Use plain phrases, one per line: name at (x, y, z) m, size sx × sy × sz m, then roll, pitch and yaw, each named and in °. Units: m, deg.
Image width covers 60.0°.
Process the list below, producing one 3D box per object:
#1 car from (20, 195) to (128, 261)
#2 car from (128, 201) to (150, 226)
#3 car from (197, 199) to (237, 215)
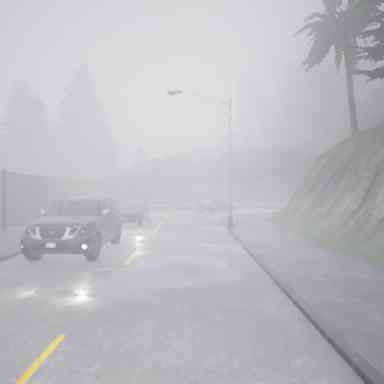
car at (-4.078, 1.167, 12.331) m, size 2.150 × 2.045 × 5.566 m, roll 0°, pitch 0°, yaw 0°
car at (-4.048, 1.377, 22.855) m, size 1.882 × 1.535 × 5.008 m, roll 0°, pitch 0°, yaw 0°
car at (2.452, 1.385, 32.417) m, size 4.674 × 1.442 × 1.812 m, roll -1°, pitch 0°, yaw -45°
